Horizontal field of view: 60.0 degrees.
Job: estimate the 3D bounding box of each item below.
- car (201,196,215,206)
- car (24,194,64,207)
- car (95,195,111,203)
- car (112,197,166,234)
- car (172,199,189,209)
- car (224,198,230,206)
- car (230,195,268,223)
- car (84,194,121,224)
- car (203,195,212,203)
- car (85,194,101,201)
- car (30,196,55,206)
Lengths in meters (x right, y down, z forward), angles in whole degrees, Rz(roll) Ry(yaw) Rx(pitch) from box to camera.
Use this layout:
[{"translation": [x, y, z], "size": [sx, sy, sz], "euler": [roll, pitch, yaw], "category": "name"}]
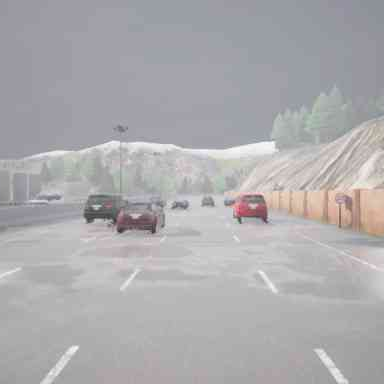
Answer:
[{"translation": [2.523, 1.485, 52.879], "size": [2.128, 1.511, 4.902], "euler": [0, 0, 3], "category": "car"}, {"translation": [-16.132, 1.220, 36.674], "size": [2.150, 2.045, 5.566], "euler": [0, 0, 3], "category": "car"}, {"translation": [-17.999, 1.420, 67.397], "size": [1.882, 1.535, 5.008], "euler": [0, 0, 2], "category": "car"}, {"translation": [-2.841, 1.351, 19.382], "size": [2.097, 1.767, 4.553], "euler": [0, 0, 2], "category": "car"}, {"translation": [-1.448, 1.597, 44.522], "size": [1.895, 1.301, 4.718], "euler": [0, 0, 4], "category": "car"}, {"translation": [6.027, 1.597, 52.666], "size": [1.895, 1.301, 4.718], "euler": [0, 0, 3], "category": "car"}, {"translation": [4.442, 1.217, 25.806], "size": [2.150, 2.045, 5.566], "euler": [0, 0, 3], "category": "car"}, {"translation": [-6.160, 1.217, 24.750], "size": [2.150, 2.045, 5.566], "euler": [0, 0, 3], "category": "car"}, {"translation": [3.200, 1.473, 69.624], "size": [1.882, 1.535, 5.008], "euler": [0, 0, 2], "category": "car"}, {"translation": [-21.332, 1.199, 71.945], "size": [1.837, 1.490, 4.892], "euler": [0, 0, 2], "category": "car"}, {"translation": [-25.460, 1.500, 56.977], "size": [1.837, 1.490, 4.892], "euler": [0, 0, 3], "category": "car"}]
